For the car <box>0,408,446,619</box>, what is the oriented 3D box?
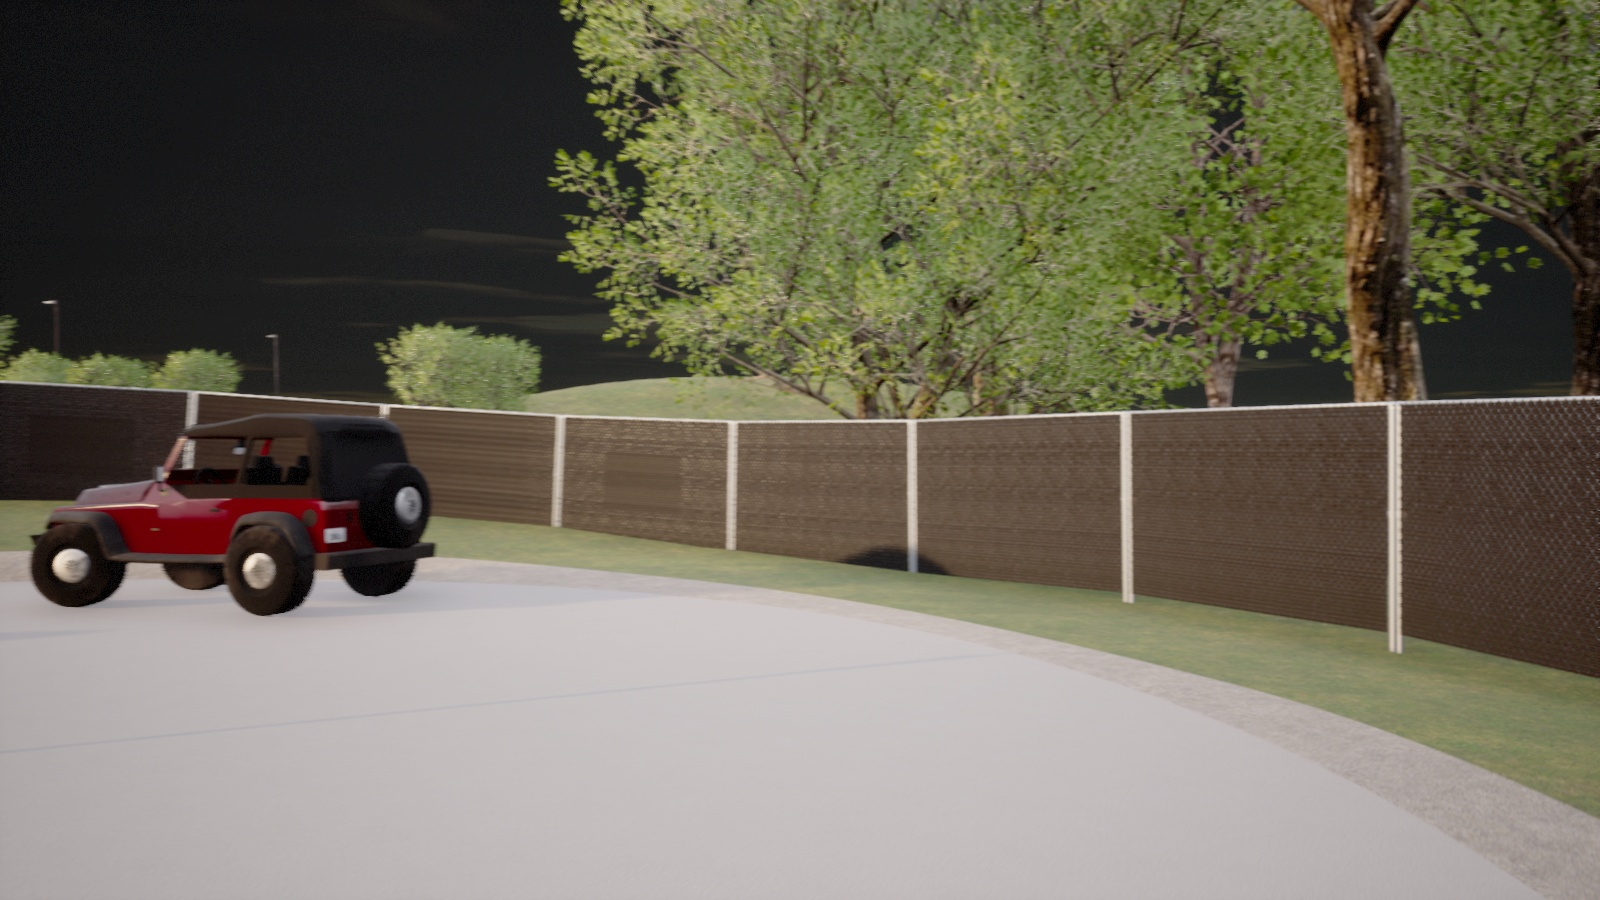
[{"bbox_3d":[-5.789,0.581,12.645,3.866,1.878,1.905,0,0,18],"label":"car"}]
